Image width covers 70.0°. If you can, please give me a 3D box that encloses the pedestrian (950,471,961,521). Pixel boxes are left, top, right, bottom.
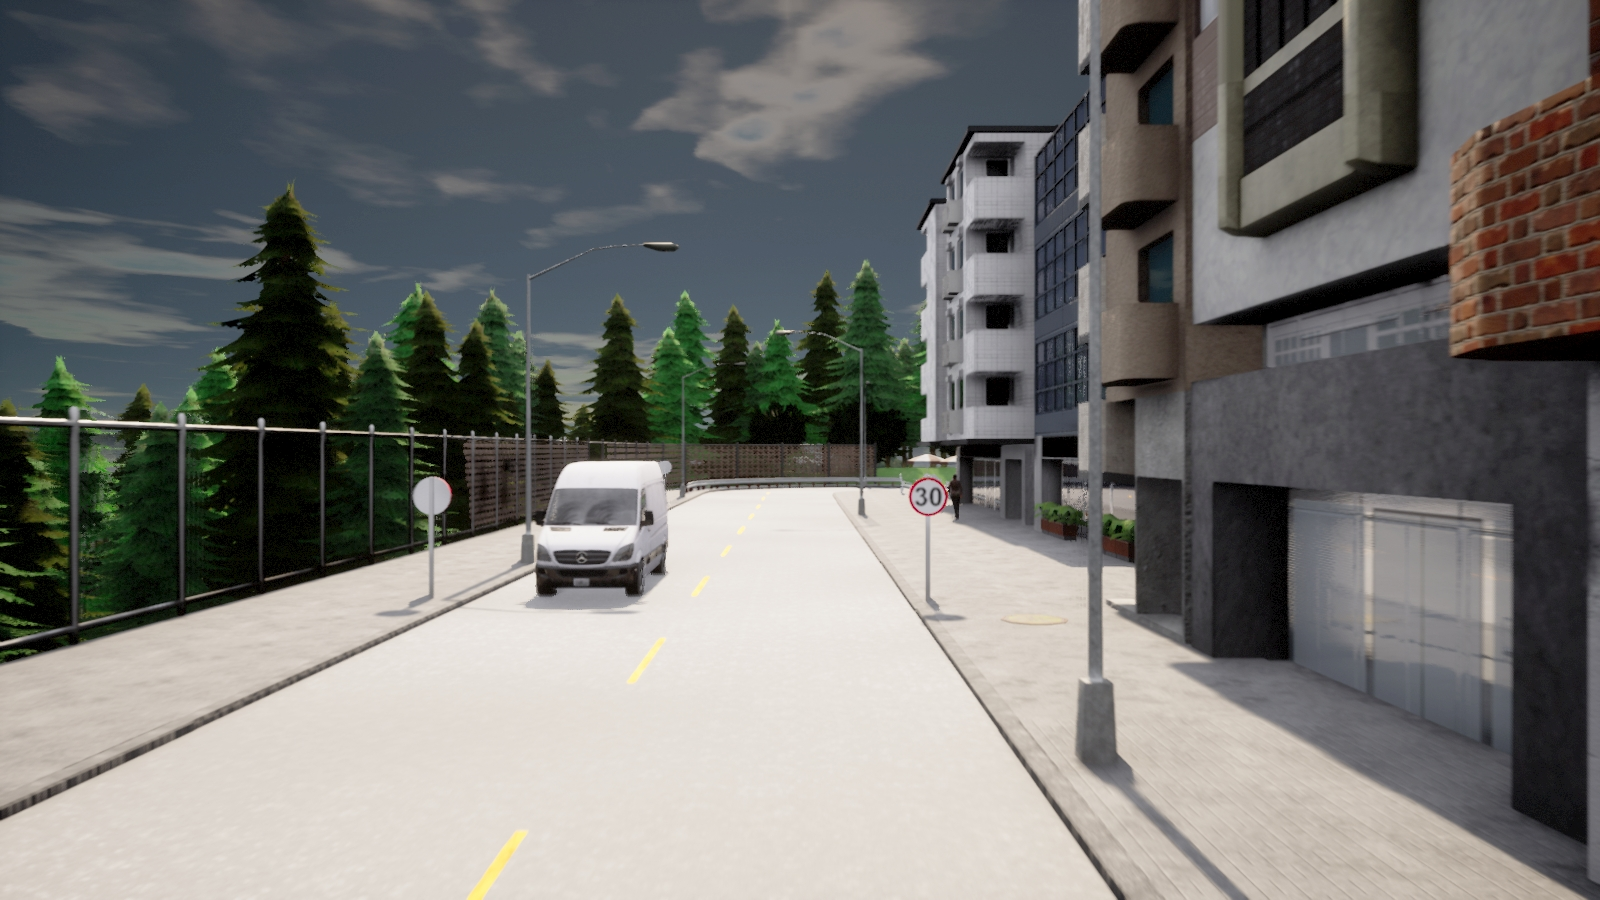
[{"bbox_3d":[5.936,1.744,43.500,0.375,1.860,0.375,0,0,2],"label":"pedestrian"}]

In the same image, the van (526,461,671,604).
[{"bbox_3d":[-4.003,1.534,23.801,1.988,2.561,5.915,0,0,0],"label":"van"}]
